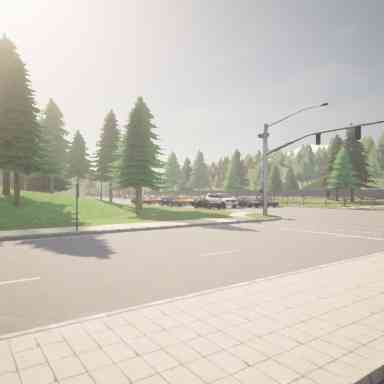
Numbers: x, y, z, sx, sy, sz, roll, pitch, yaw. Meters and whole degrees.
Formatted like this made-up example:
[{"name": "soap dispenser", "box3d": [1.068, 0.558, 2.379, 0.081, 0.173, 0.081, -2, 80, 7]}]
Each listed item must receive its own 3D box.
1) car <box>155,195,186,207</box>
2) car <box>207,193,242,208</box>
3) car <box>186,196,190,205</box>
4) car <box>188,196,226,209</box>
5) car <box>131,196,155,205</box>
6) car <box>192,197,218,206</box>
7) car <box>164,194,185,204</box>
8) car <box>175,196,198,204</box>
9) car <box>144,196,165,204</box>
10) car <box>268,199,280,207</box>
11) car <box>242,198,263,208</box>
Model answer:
[{"name": "car", "box3d": [-3.421, 1.508, 51.929, 1.837, 1.490, 4.892, 0, 0, -35]}, {"name": "car", "box3d": [4.122, 1.225, 47.297, 2.150, 2.045, 5.566, 0, 0, -34]}, {"name": "car", "box3d": [-1.490, 1.481, 55.272, 1.882, 1.535, 5.008, 0, 0, -35]}, {"name": "car", "box3d": [1.936, 1.604, 44.307, 1.895, 1.301, 4.718, 0, 0, -35]}, {"name": "car", "box3d": [-9.289, 1.550, 60.311, 2.033, 1.411, 5.357, 0, 0, -36]}, {"name": "car", "box3d": [2.169, 1.604, 56.161, 1.895, 1.301, 4.718, 0, 0, -35]}, {"name": "car", "box3d": [-3.404, 1.356, 64.141, 2.097, 1.767, 4.553, 0, 0, -35]}, {"name": "car", "box3d": [-1.144, 1.551, 67.057, 2.033, 1.411, 5.357, 0, 0, -34]}, {"name": "car", "box3d": [-7.156, 1.481, 63.386, 1.882, 1.535, 5.008, 0, 0, -35]}, {"name": "car", "box3d": [10.607, 1.551, 50.243, 2.033, 1.411, 5.357, 0, 0, -35]}, {"name": "car", "box3d": [7.681, 1.551, 48.314, 2.033, 1.411, 5.357, 0, 0, -35]}]
